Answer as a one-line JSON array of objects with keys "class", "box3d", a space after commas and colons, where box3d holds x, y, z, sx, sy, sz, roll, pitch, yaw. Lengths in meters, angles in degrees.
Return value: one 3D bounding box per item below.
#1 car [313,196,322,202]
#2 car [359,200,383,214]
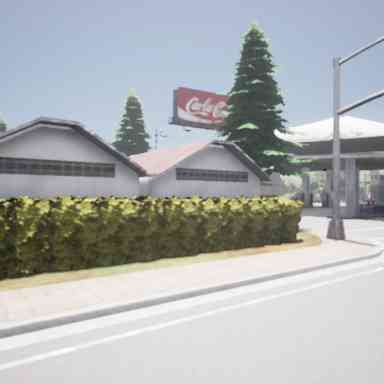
[{"class": "car", "box3d": [33.012, 2.013, 89.532, 2.152, 1.636, 5.027, 1, 0, -36]}, {"class": "car", "box3d": [21.905, 1.835, 40.048, 4.611, 1.667, 2.242, 1, 0, -36]}]
